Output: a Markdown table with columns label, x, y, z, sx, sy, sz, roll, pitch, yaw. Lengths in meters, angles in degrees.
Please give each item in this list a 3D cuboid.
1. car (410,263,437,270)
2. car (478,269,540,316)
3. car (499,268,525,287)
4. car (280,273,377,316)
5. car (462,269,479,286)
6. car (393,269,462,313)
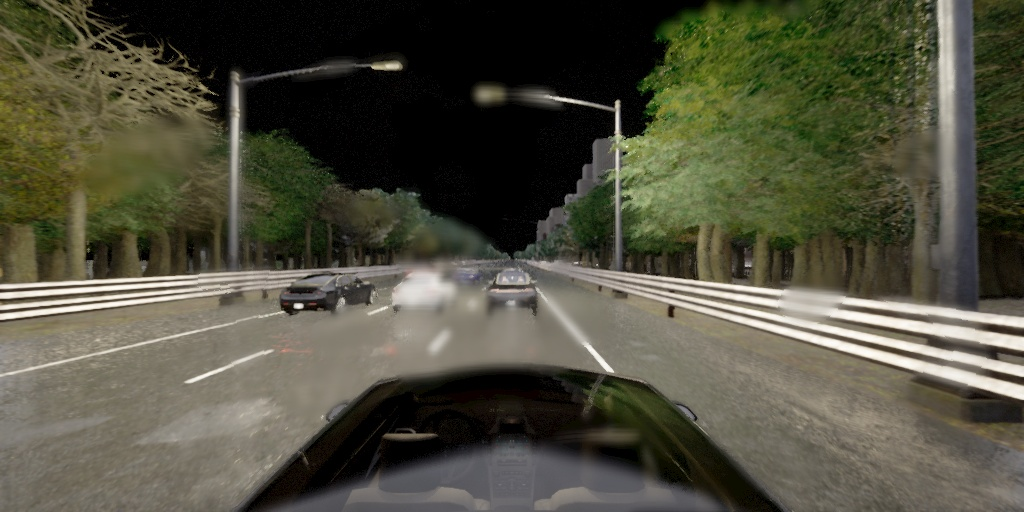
| label | x | y | z | sx | sy | sz | roll | pitch | yaw |
| --- | --- | --- | --- | --- | --- | --- | --- | --- | --- |
| car | -6.952 | 1.413 | 29.030 | 2.097 | 1.767 | 4.553 | 0 | -1 | 1 |
| car | 0.048 | 1.388 | 14.134 | 2.128 | 1.511 | 4.902 | 0 | -1 | 1 |
| car | 0.043 | 1.657 | 28.497 | 1.895 | 1.301 | 4.718 | 0 | -1 | 0 |
| car | -6.951 | 1.402 | 14.133 | 1.837 | 1.490 | 4.892 | 0 | 0 | 0 |
| car | -3.457 | 1.657 | 28.496 | 1.895 | 1.301 | 4.718 | 0 | -1 | 0 |
| car | -3.449 | 1.428 | 14.771 | 1.812 | 1.442 | 4.674 | 0 | 0 | 0 |
